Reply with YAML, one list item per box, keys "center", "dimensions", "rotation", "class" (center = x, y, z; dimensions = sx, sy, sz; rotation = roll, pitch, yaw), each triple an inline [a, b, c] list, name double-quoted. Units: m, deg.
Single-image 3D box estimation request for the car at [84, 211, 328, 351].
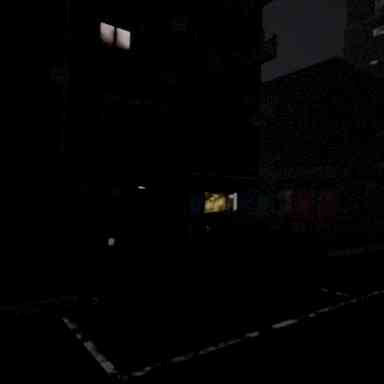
- center: [0.597, 1.355, 6.487]
  dimensions: [5.009, 1.841, 2.192]
  rotation: [1, 1, -35]
  class: "car"
